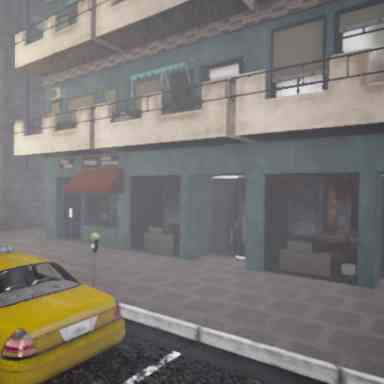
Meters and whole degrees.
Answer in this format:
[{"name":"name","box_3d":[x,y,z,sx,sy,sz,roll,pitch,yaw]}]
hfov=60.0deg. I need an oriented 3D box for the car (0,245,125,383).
[{"name":"car","box_3d":[-3.154,1.503,5.112,4.829,1.417,1.752,0,1,36]}]
